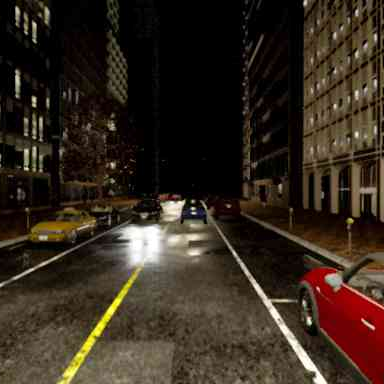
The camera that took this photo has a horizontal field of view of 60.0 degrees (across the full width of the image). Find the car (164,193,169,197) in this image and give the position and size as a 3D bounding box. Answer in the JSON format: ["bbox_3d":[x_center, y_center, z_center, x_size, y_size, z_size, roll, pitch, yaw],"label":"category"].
[{"bbox_3d":[-5.695,1.156,60.851,1.802,1.307,4.206,0,0,0],"label":"car"}]

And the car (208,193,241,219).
[{"bbox_3d":[2.691,1.136,26.687,2.192,1.841,5.009,0,0,0],"label":"car"}]

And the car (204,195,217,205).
[{"bbox_3d":[2.687,1.183,49.626,1.752,1.417,4.829,0,0,0],"label":"car"}]

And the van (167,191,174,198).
[{"bbox_3d":[-5.698,0.697,89.311,1.690,1.788,3.998,0,0,0],"label":"van"}]

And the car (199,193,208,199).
[{"bbox_3d":[2.683,1.010,77.917,1.947,1.339,4.313,0,0,0],"label":"car"}]

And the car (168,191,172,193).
[{"bbox_3d":[-5.697,1.039,72.236,2.008,1.369,4.403,0,0,0],"label":"car"}]

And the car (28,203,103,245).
[{"bbox_3d":[-5.689,1.425,15.144,1.752,1.417,4.829,0,0,0],"label":"car"}]

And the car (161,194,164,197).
[{"bbox_3d":[-5.694,1.225,49.469,1.947,1.339,4.313,0,0,0],"label":"car"}]

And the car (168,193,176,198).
[{"bbox_3d":[-5.700,0.893,95.005,1.802,1.307,4.206,0,0,0],"label":"car"}]

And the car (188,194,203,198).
[{"bbox_3d":[0.096,1.265,41.451,2.033,1.411,5.357,0,0,0],"label":"car"}]

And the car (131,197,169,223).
[{"bbox_3d":[-3.102,1.331,23.949,2.128,1.511,4.902,0,0,0],"label":"car"}]

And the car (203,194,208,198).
[{"bbox_3d":[2.690,1.056,38.072,2.192,1.841,5.009,0,0,0],"label":"car"}]

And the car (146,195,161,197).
[{"bbox_3d":[-5.693,1.251,43.776,2.008,1.369,4.403,0,0,0],"label":"car"}]

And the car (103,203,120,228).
[{"bbox_3d":[-5.690,1.411,21.007,2.008,1.369,4.403,0,0,0],"label":"car"}]

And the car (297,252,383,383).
[{"bbox_3d":[2.694,1.414,3.920,1.967,1.590,4.097,0,0,0],"label":"car"}]

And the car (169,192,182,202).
[{"bbox_3d":[-3.027,1.150,64.252,1.895,1.301,4.718,0,0,0],"label":"car"}]

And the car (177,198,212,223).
[{"bbox_3d":[0.098,1.388,23.844,2.033,1.411,5.357,0,0,0],"label":"car"}]
